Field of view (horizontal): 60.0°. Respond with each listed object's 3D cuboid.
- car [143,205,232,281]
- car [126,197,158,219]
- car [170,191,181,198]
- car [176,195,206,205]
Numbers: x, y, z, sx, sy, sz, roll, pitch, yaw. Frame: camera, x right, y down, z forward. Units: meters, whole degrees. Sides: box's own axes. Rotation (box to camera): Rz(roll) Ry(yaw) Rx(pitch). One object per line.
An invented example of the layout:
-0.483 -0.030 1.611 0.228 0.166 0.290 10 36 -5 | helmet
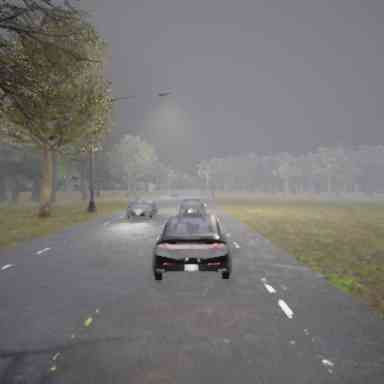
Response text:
0.026 1.351 9.377 2.128 1.511 4.902 0 0 1 | car
-3.568 1.110 24.490 2.128 1.511 4.902 0 1 0 | car
-3.617 0.590 73.553 1.837 1.490 4.892 0 0 0 | car
0.007 1.182 23.575 2.033 1.411 5.357 0 1 0 | car
